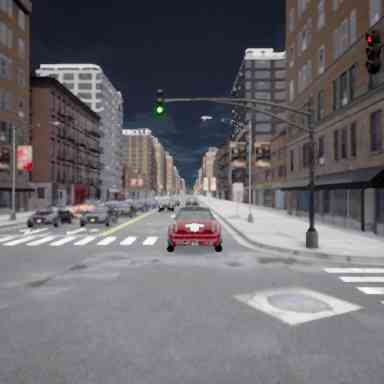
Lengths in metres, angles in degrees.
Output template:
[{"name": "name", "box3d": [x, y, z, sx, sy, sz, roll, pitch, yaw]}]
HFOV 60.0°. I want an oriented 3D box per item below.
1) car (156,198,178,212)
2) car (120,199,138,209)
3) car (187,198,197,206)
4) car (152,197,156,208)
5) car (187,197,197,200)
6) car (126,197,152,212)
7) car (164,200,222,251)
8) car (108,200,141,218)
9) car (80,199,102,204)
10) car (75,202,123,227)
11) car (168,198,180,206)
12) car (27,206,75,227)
[{"name": "car", "box3d": [-3.142, 1.809, 42.507, 1.895, 1.301, 4.718, 0, 0, 0]}, {"name": "car", "box3d": [-9.740, 1.778, 51.776, 1.812, 1.442, 4.674, 0, 0, 0]}, {"name": "car", "box3d": [0.012, 1.831, 62.994, 1.812, 1.442, 4.674, 0, 0, 0]}, {"name": "car", "box3d": [-6.490, 1.603, 51.390, 2.097, 1.767, 4.553, 0, 0, 0]}, {"name": "car", "box3d": [0.010, 1.610, 52.963, 2.097, 1.767, 4.553, 0, 0, 0]}, {"name": "car", "box3d": [-6.522, 1.707, 41.241, 1.837, 1.490, 4.892, 0, 0, 1]}, {"name": "car", "box3d": [0.104, 1.426, 14.660, 2.097, 1.767, 4.553, 0, 0, 0]}, {"name": "car", "box3d": [-6.575, 1.725, 32.443, 1.994, 1.385, 4.181, 0, 0, 0]}, {"name": "car", "box3d": [-9.829, 1.511, 32.026, 2.097, 1.767, 4.553, 0, 0, 0]}, {"name": "car", "box3d": [-6.590, 1.685, 24.045, 1.994, 1.385, 4.181, 0, 0, 0]}, {"name": "car", "box3d": [-3.173, 1.858, 60.413, 1.994, 1.385, 4.181, 0, 0, 0]}, {"name": "car", "box3d": [-9.845, 1.682, 23.425, 1.994, 1.385, 4.181, 0, 0, 0]}]
